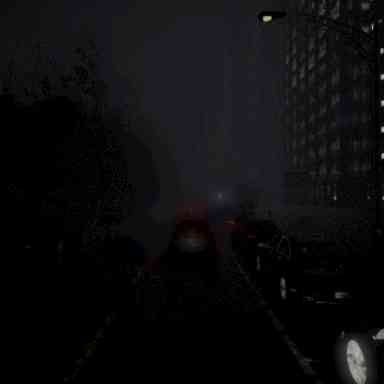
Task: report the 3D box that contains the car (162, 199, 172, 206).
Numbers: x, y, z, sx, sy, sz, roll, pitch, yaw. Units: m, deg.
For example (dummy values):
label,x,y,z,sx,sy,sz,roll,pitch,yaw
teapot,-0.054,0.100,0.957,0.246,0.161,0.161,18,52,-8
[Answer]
label,x,y,z,sx,sy,sz,roll,pitch,yaw
car,-5.696,2.296,75.714,1.967,1.590,4.097,0,-1,0

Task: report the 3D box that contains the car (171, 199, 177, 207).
label,x,y,z,sx,sy,sz,roll,pitch,yaw
car,-3.012,2.275,65.339,2.033,1.411,5.357,0,-1,0

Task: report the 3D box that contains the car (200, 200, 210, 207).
label,x,y,z,sx,sy,sz,roll,pitch,yaw
car,2.685,2.367,70.081,1.802,1.307,4.206,0,-1,0

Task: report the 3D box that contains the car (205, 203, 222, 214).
label,x,y,z,sx,sy,sz,roll,pitch,yaw
car,2.687,2.039,41.922,1.802,1.307,4.206,0,-1,0

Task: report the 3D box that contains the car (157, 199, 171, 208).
label,x,y,z,sx,sy,sz,roll,pitch,yaw
car,-5.694,2.284,64.450,1.947,1.339,4.313,0,-1,0

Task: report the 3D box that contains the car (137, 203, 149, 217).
label,x,y,z,sx,sy,sz,roll,pitch,yaw
car,-5.693,1.917,36.121,1.752,1.417,4.829,0,-1,0

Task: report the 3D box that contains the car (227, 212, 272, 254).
label,x,y,z,sx,sy,sz,roll,pitch,yaw
car,2.689,1.728,13.763,1.802,1.307,4.206,0,-1,0

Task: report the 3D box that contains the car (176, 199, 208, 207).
label,x,y,z,sx,sy,sz,roll,pitch,yaw
car,0.020,1.656,28.415,2.097,1.767,4.553,0,-1,0

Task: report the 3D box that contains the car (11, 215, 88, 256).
label,x,y,z,sx,sy,sz,roll,pitch,yaw
car,-5.691,1.691,13.763,1.887,1.381,4.507,0,-1,0

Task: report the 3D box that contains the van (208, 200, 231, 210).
label,x,y,z,sx,sy,sz,roll,pitch,yaw
van,2.688,1.671,30.662,1.690,1.788,3.998,0,-1,0

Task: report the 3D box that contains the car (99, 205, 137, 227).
label,x,y,z,sx,sy,sz,roll,pitch,yaw
car,-5.692,1.813,25.027,1.887,1.381,4.507,0,-1,0

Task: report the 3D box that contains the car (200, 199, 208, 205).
label,x,y,z,sx,sy,sz,roll,pitch,yaw
car,2.995,2.415,82.058,1.882,1.535,5.008,0,-1,0

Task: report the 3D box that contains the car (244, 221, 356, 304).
label,x,y,z,sx,sy,sz,roll,pitch,yaw
car,2.689,1.637,8.131,2.008,1.369,4.403,0,-1,0

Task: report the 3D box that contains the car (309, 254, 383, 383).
label,x,y,z,sx,sy,sz,roll,pitch,yaw
car,2.689,1.578,2.499,2.008,1.369,4.403,0,-1,0

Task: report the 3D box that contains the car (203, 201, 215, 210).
label,x,y,z,sx,sy,sz,roll,pitch,yaw
car,2.687,2.169,53.186,1.802,1.307,4.206,0,-1,0

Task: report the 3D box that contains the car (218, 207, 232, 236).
label,x,y,z,sx,sy,sz,roll,pitch,yaw
car,2.689,1.788,19.395,1.802,1.307,4.206,0,-1,0

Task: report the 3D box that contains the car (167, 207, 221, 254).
label,x,y,z,sx,sy,sz,roll,pitch,yaw
car,0.027,1.628,14.237,1.882,1.535,5.008,0,0,0

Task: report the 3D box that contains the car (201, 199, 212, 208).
label,x,y,z,sx,sy,sz,roll,pitch,yaw
car,2.686,2.158,64.452,1.967,1.590,4.097,0,-1,0
